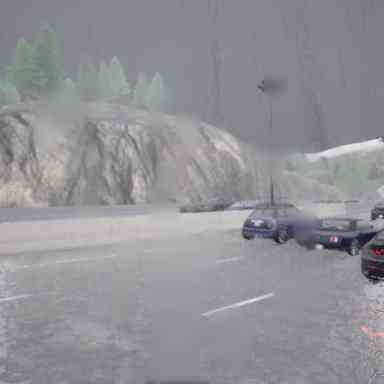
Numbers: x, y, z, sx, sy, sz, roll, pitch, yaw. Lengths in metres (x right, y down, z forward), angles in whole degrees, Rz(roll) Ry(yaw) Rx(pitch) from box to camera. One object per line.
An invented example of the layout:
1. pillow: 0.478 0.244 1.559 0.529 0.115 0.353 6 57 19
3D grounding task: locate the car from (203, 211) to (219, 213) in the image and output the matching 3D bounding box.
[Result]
1. car: 3.086 1.621 39.440 2.150 2.045 5.566 -1 -1 44

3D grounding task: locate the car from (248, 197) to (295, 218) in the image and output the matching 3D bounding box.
1. car: 8.415 1.527 34.885 2.150 2.045 5.566 -1 -1 44

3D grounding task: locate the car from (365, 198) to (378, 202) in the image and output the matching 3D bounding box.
1. car: 35.723 1.835 65.932 1.895 1.301 4.718 -1 -1 40

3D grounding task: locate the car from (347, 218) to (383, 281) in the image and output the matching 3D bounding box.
1. car: 6.318 1.552 8.965 4.892 1.490 1.837 0 0 -40

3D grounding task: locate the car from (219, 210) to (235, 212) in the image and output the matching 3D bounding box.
1. car: 5.423 1.875 36.838 1.812 1.442 4.674 -1 -1 45

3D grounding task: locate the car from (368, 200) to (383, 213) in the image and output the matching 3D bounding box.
1. car: 16.594 1.666 27.969 1.837 1.490 4.892 -1 -1 45

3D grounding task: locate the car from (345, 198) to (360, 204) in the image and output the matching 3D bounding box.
1. car: 32.788 1.916 67.881 1.895 1.301 4.718 -1 -1 40

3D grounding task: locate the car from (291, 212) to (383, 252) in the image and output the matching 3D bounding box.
1. car: 6.291 1.695 13.503 4.718 1.301 1.895 0 -1 -41

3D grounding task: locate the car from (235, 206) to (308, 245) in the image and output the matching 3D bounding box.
1. car: 4.620 1.496 16.710 4.553 1.767 2.097 0 -1 -40
